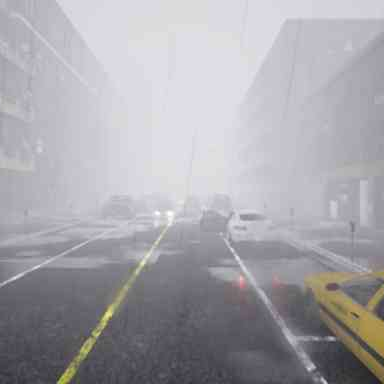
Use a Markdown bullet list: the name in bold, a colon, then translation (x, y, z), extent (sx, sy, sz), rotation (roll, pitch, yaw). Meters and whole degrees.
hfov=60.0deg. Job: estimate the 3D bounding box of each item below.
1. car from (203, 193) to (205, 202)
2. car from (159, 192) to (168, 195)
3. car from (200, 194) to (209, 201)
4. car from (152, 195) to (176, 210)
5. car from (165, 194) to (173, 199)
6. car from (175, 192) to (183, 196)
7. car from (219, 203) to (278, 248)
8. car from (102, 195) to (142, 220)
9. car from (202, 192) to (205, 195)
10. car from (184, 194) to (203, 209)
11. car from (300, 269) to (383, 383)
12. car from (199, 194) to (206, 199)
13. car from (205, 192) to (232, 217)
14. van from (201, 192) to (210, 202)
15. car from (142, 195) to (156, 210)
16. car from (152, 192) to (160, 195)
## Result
- **car**: translation (2.703, 1.168, 43.615), extent (1.967, 1.590, 4.097), rotation (0, 0, 0)
- **car**: translation (-5.674, 0.983, 54.998), extent (2.192, 1.841, 5.009), rotation (0, 0, 0)
- **car**: translation (2.707, 1.134, 72.066), extent (1.887, 1.381, 4.507), rotation (0, 0, 0)
- **car**: translation (-3.089, 1.362, 37.717), extent (1.895, 1.301, 4.718), rotation (0, 0, 0)
- **car**: translation (-5.672, 1.127, 83.450), extent (1.802, 1.307, 4.206), rotation (0, 0, 0)
- **car**: translation (-2.986, 0.675, 79.184), extent (1.837, 1.490, 4.892), rotation (0, 0, 0)
- **car**: translation (2.355, 1.427, 14.187), extent (1.812, 1.442, 4.674), rotation (0, 0, 0)
- **car**: translation (-5.679, 1.140, 26.548), extent (2.192, 1.841, 5.009), rotation (0, 0, 0)
- **car**: translation (2.705, 1.222, 60.687), extent (1.802, 1.307, 4.206), rotation (0, 0, 0)
- **car**: translation (0.048, 1.315, 39.464), extent (1.994, 1.385, 4.181), rotation (0, 0, 2)
- **car**: translation (2.697, 1.496, 3.955), extent (1.752, 1.417, 4.829), rotation (0, 0, 0)
- **car**: translation (2.709, 1.106, 89.136), extent (1.802, 1.307, 4.206), rotation (0, 0, 0)
- **car**: translation (2.702, 1.106, 32.235), extent (2.192, 1.841, 5.009), rotation (0, 0, 0)
- **van**: translation (2.707, 0.955, 66.373), extent (1.690, 1.788, 3.998), rotation (0, 0, 0)
- **car**: translation (-5.678, 1.311, 37.930), extent (2.008, 1.369, 4.403), rotation (0, 0, 0)
- **car**: translation (-5.677, 1.168, 43.620), extent (1.967, 1.590, 4.097), rotation (0, 0, 0)
